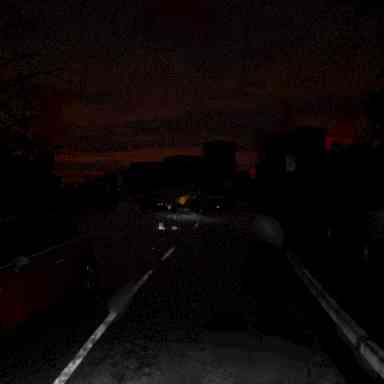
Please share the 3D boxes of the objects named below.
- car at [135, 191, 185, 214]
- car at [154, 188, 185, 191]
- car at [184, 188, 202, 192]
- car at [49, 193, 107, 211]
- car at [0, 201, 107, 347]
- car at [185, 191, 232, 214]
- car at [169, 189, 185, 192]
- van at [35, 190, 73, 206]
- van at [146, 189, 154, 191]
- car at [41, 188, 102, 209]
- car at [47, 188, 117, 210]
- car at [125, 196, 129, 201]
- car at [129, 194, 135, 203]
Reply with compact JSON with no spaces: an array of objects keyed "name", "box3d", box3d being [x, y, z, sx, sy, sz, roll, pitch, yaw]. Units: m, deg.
[{"name":"car","box3d":[-2.771,0.902,27.628,2.128,1.511,4.902,0,1,-25]},{"name":"car","box3d":[-1.180,0.522,39.446,5.566,2.045,2.435,-1,0,-32]},{"name":"car","box3d":[1.959,0.674,34.388,4.553,1.767,2.185,-1,1,-32]},{"name":"car","box3d":[-10.983,0.885,32.047,4.892,1.521,2.231,-1,1,-32]},{"name":"car","box3d":[-3.260,1.216,5.137,2.097,1.767,4.553,0,1,8]},{"name":"car","box3d":[1.191,0.902,26.744,1.882,1.535,5.008,1,1,-16]},{"name":"car","box3d":[0.381,0.785,36.982,5.008,1.535,2.097,-1,1,-32]},{"name":"van","box3d":[-18.213,0.703,43.996,4.442,1.987,1.878,-1,0,-32]},{"name":"van","box3d":[-4.503,0.556,44.672,4.442,1.987,1.878,-1,0,-32]},{"name":"car","box3d":[-12.439,0.624,34.430,5.566,2.045,2.435,-1,1,-32]},{"name":"car","box3d":[-9.557,0.644,29.789,5.566,2.045,2.435,-1,1,-32]},{"name":"car","box3d":[-7.362,0.814,49.903,5.366,1.575,1.946,-1,0,-32]},{"name":"car","box3d":[-6.020,0.669,47.304,4.553,1.767,2.185,-1,0,-32]}]
